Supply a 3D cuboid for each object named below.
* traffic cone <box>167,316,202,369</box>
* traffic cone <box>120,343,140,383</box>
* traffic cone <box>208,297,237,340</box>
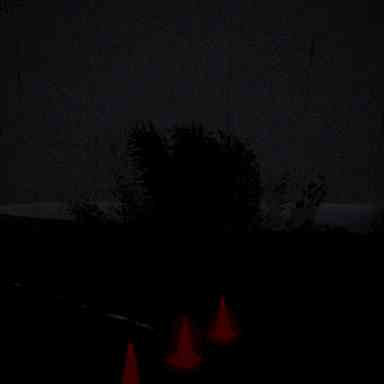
[{"bbox_3d":[-0.100,1.969,4.479,0.340,0.580,0.340,0,0,36],"label":"traffic cone"},{"bbox_3d":[-0.683,1.966,3.666,0.340,0.580,0.340,0,0,36],"label":"traffic cone"},{"bbox_3d":[0.483,1.972,5.291,0.340,0.580,0.340,0,0,36],"label":"traffic cone"}]
